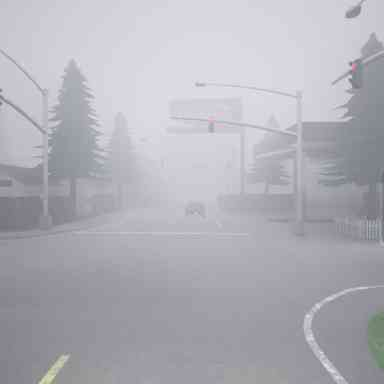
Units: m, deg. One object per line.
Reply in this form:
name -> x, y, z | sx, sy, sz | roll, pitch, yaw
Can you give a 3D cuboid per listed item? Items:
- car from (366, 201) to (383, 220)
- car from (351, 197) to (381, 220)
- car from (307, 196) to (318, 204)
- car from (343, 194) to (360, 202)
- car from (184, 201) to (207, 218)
car -> 18.818, 1.672, 30.489 | 4.611, 1.667, 2.242 | 0, 0, 0
car -> 14.468, 1.504, 24.836 | 3.866, 1.878, 1.905 | 0, 0, 0
car -> 22.762, 1.552, 63.870 | 1.970, 1.475, 3.806 | 0, 0, 0
car -> 35.197, 1.489, 71.610 | 2.007, 1.523, 4.514 | 0, 0, 0
car -> 0.301, 1.597, 31.726 | 1.837, 1.490, 4.892 | 1, 0, 0
